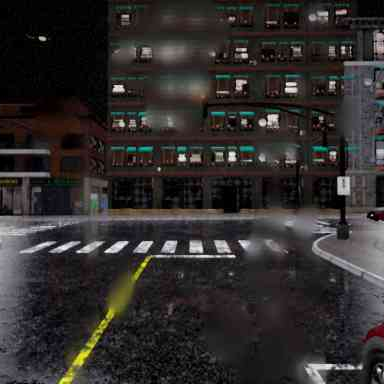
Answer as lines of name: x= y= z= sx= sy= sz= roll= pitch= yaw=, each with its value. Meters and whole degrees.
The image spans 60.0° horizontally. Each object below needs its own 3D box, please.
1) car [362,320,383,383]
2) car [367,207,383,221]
car: x=2.753 y=1.441 z=1.902 sx=1.967 sy=1.590 sz=4.097 roll=1 pitch=0 yaw=0
car: x=14.796 y=1.450 z=23.615 sx=4.181 sy=1.385 sz=1.994 roll=-1 pitch=-1 yaw=1
